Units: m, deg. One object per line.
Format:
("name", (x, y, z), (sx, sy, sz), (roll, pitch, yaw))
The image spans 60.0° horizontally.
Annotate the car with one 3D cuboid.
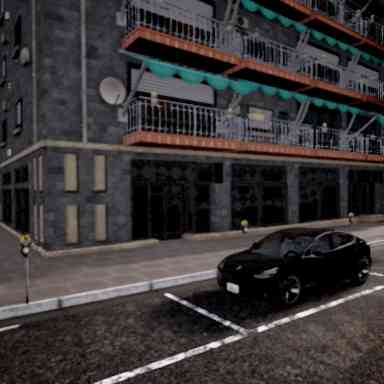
("car", (2.594, 1.552, 7.959), (4.313, 1.339, 1.947), (0, -1, -35))
